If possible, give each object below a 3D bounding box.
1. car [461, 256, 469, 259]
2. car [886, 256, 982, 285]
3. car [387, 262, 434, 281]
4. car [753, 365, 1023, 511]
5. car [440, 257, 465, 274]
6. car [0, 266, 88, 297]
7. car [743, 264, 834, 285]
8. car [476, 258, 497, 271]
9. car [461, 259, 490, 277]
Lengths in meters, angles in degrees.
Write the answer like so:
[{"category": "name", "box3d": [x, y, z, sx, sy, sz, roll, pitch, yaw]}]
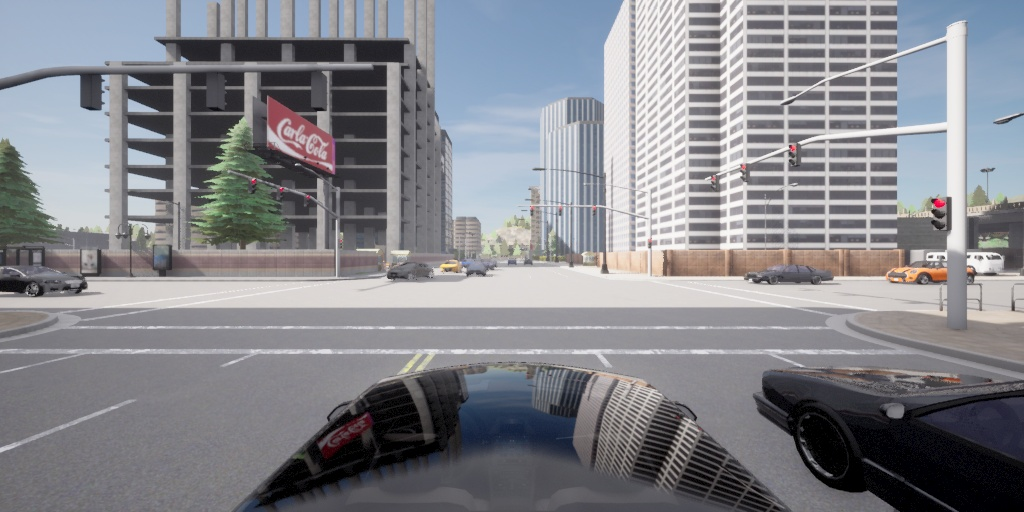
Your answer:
[{"category": "car", "box3d": [-7.063, 1.227, 57.724, 1.882, 1.535, 5.008, 0, 0, 0]}, {"category": "car", "box3d": [29.655, 1.102, 25.558, 4.553, 1.767, 2.097, 0, 0, 1]}, {"category": "car", "box3d": [-8.331, 1.255, 29.901, 1.837, 1.490, 4.892, 1, 0, 19]}, {"category": "car", "box3d": [3.597, 1.297, 1.490, 2.033, 1.411, 5.357, 0, 0, 0]}, {"category": "car", "box3d": [-7.081, 1.227, 42.039, 1.882, 1.535, 5.008, 0, 0, 0]}, {"category": "car", "box3d": [-24.548, 1.241, 18.121, 4.902, 1.511, 2.128, 0, 0, 0]}, {"category": "car", "box3d": [19.647, 1.297, 25.537, 5.357, 1.411, 2.033, 0, 0, 0]}, {"category": "car", "box3d": [-3.573, 1.101, 49.277, 2.097, 1.767, 4.553, 0, 0, 0]}, {"category": "car", "box3d": [-3.489, 1.297, 35.453, 2.033, 1.411, 5.357, 0, 0, -2]}]
